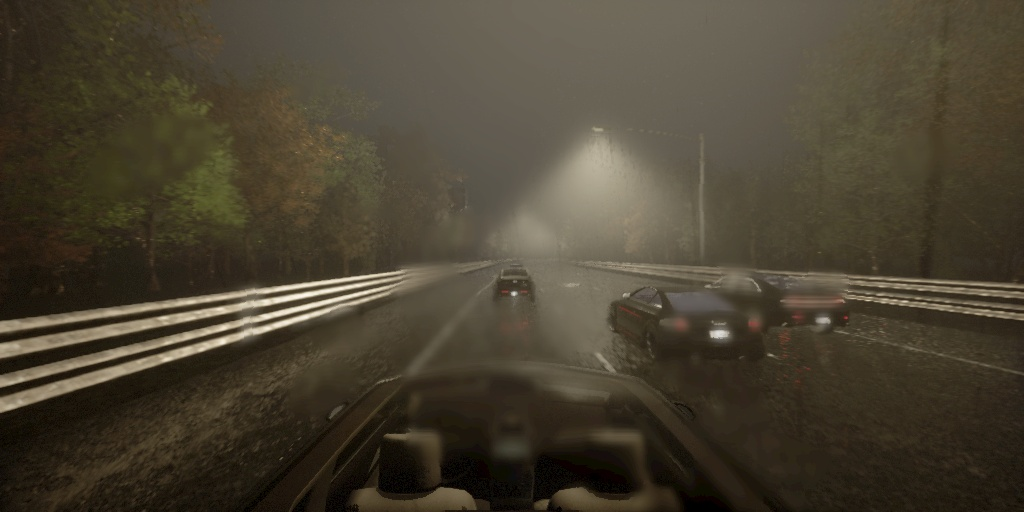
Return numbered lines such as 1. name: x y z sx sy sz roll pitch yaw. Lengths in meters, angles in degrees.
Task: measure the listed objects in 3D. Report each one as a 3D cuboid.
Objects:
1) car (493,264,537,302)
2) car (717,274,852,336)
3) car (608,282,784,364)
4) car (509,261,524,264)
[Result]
1. car: 0.148 1.305 17.377 1.837 1.490 4.892 0 0 0
2. car: 7.111 1.276 10.576 2.128 1.511 4.902 0 0 0
3. car: 3.607 1.338 8.201 1.994 1.385 4.181 0 0 0
4. car: 0.662 1.399 51.887 2.128 1.511 4.902 0 0 1
